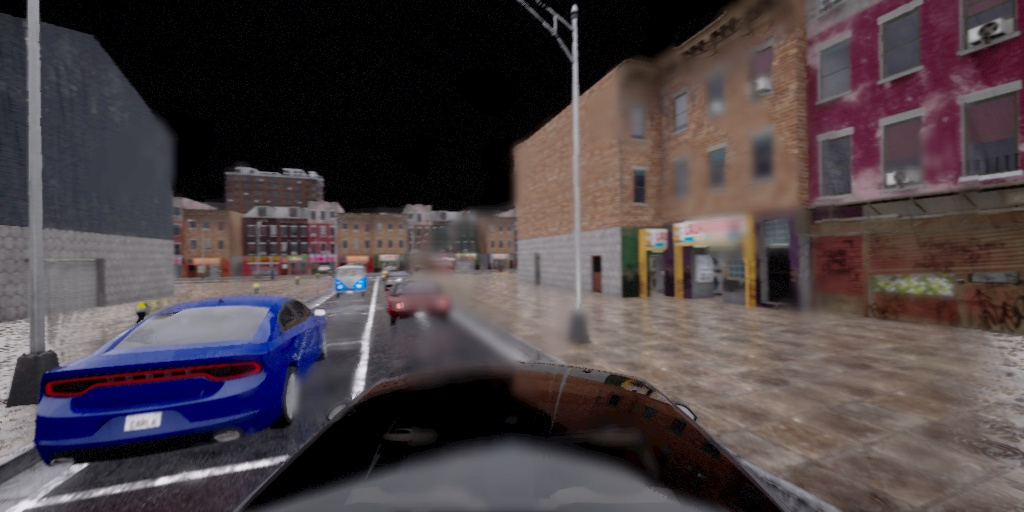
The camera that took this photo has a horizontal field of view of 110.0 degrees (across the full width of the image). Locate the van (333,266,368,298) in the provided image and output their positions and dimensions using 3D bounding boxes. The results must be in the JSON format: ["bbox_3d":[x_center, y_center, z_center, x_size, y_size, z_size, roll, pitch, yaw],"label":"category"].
[{"bbox_3d":[-9.524,1.468,21.405,1.690,1.789,3.998,0,0,-20],"label":"van"}]

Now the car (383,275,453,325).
[{"bbox_3d":[-3.476,1.529,12.847,1.895,1.301,4.718,-1,-1,-20],"label":"car"}]

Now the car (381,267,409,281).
[{"bbox_3d":[-8.196,1.698,25.700,2.033,1.411,5.357,-1,-1,-20],"label":"car"}]

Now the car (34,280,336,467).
[{"bbox_3d":[-4.086,1.338,5.470,1.882,1.535,5.008,-1,-1,-20],"label":"car"}]
